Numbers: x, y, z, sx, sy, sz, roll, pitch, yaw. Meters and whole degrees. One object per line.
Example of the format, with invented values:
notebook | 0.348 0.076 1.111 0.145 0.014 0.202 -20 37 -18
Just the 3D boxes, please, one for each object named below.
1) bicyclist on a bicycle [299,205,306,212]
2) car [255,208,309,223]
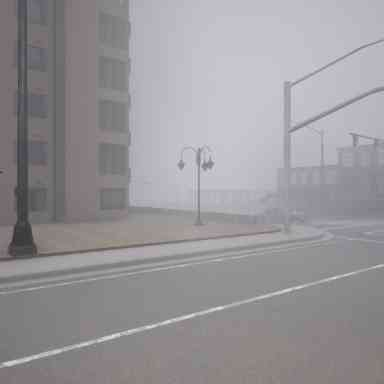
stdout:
bicyclist on a bicycle | 13.575 2.463 40.693 1.656 1.620 0.582 0 -8 -35
car | 7.958 2.096 29.830 1.895 1.301 4.718 0 -4 -36
